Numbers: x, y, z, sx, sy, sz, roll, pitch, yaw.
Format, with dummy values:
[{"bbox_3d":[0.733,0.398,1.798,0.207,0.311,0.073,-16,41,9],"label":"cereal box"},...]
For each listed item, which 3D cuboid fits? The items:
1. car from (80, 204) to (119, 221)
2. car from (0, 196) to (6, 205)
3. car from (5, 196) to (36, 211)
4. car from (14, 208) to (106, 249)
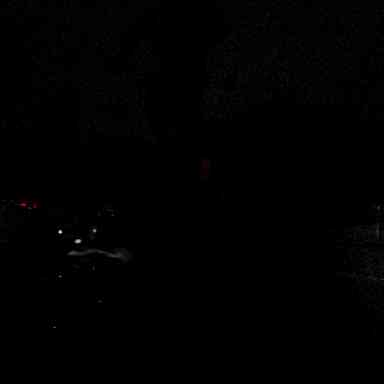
[{"bbox_3d":[-8.880,1.863,31.708,1.882,1.535,5.008,5,-2,-45],"label":"car"},{"bbox_3d":[-30.141,1.294,53.094,2.033,1.411,5.357,5,-2,-45],"label":"car"},{"bbox_3d":[-19.008,1.499,37.302,1.812,1.442,4.674,5,-2,-45],"label":"car"},{"bbox_3d":[-6.048,1.626,14.786,1.895,1.301,4.718,5,-3,-45],"label":"car"}]
